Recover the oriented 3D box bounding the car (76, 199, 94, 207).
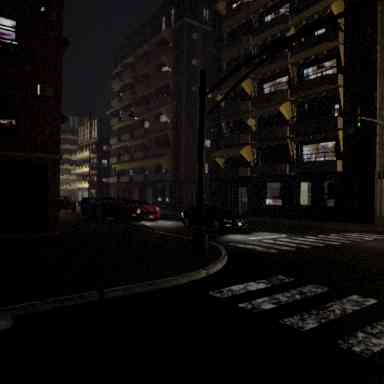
[{"bbox_3d":[-18.434,1.868,57.309,1.802,1.307,4.206,1,-1,-35],"label":"car"}]

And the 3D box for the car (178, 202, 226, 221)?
[{"bbox_3d":[0.806,1.686,30.151,1.752,1.417,4.829,1,-1,-35],"label":"car"}]

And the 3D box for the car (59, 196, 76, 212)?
[{"bbox_3d":[-15.190,1.369,39.108,2.192,1.841,5.009,1,-1,-35],"label":"car"}]

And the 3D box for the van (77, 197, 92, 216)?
[{"bbox_3d":[-8.745,1.355,30.008,1.690,1.788,3.998,1,-1,-35],"label":"van"}]

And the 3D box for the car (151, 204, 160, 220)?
[{"bbox_3d":[-4.519,1.405,28.315,2.097,1.767,4.553,1,-1,-35],"label":"car"}]

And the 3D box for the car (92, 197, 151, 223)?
[{"bbox_3d":[-5.521,1.310,25.459,2.192,1.841,5.009,1,-1,-35],"label":"car"}]

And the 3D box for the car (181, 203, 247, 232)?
[{"bbox_3d":[1.214,1.527,20.273,1.837,1.490,4.892,1,-1,-36],"label":"car"}]

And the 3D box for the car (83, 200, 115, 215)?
[{"bbox_3d":[-10.230,1.651,36.378,1.994,1.385,4.181,1,-1,-35],"label":"car"}]
